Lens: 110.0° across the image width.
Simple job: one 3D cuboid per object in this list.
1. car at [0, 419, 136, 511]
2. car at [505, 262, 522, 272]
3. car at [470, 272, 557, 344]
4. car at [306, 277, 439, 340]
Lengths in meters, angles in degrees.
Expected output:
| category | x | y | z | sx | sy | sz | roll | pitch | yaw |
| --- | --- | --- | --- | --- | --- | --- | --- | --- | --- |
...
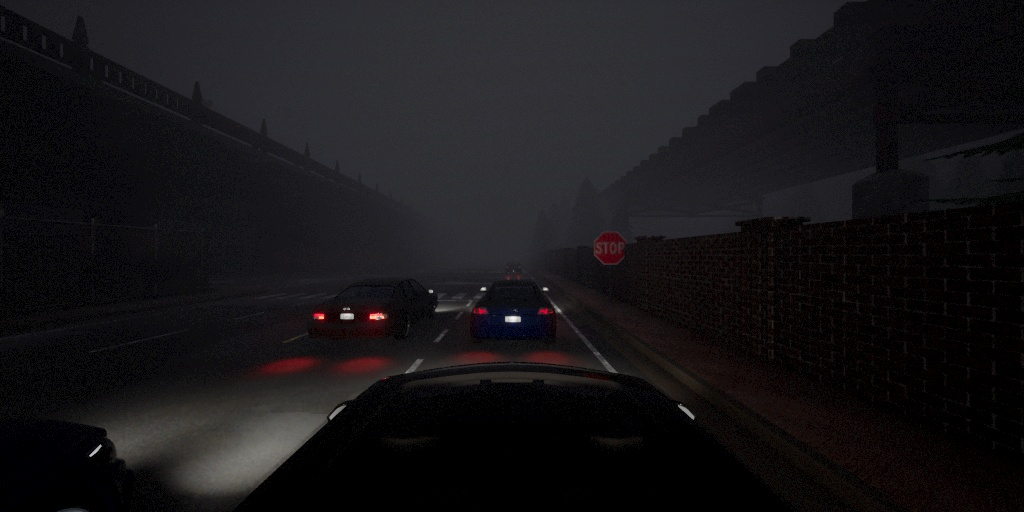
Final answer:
| category | x | y | z | sx | sy | sz | roll | pitch | yaw |
| --- | --- | --- | --- | --- | --- | --- | --- | --- | --- |
| car | -3.396 | 1.276 | 0.359 | 1.812 | 1.442 | 4.674 | 0 | 0 | 0 |
| car | 0.139 | 1.351 | 41.735 | 1.895 | 1.301 | 4.718 | 0 | 0 | -1 |
| car | 0.063 | 1.314 | 9.634 | 1.994 | 1.385 | 4.181 | 0 | 0 | 1 |
| car | -3.420 | 1.297 | 9.931 | 2.033 | 1.411 | 5.357 | 0 | 0 | 0 |
